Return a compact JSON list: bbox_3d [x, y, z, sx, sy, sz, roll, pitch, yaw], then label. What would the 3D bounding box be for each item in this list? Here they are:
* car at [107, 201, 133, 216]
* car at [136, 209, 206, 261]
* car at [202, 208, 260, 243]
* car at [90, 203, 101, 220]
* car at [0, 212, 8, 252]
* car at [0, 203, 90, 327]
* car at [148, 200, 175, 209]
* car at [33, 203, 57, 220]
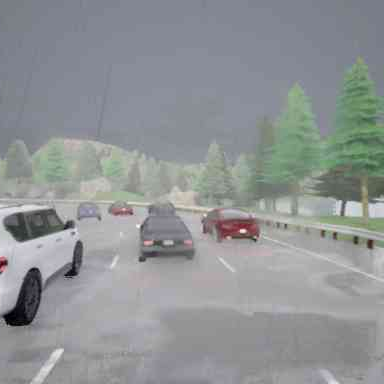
[{"bbox_3d":[-7.357,1.651,33.832,1.994,1.385,4.181,0,0,-24],"label":"car"},{"bbox_3d":[-1.079,1.573,12.436,2.033,1.411,5.357,0,0,-9],"label":"car"},{"bbox_3d":[1.711,1.501,16.424,1.882,1.535,5.008,0,0,-10],"label":"car"},{"bbox_3d":[-8.913,1.631,28.628,2.033,1.411,5.357,0,0,-21],"label":"car"},{"bbox_3d":[-7.984,1.555,10.865,1.837,1.490,4.892,0,0,-8],"label":"car"},{"bbox_3d":[-3.940,1.251,7.102,2.150,2.045,5.566,0,0,-6],"label":"car"},{"bbox_3d":[-3.056,1.561,32.638,2.128,1.511,4.902,0,0,-21],"label":"car"},{"bbox_3d":[-13.635,1.706,30.955,1.895,1.301,4.718,0,0,-23],"label":"car"}]
